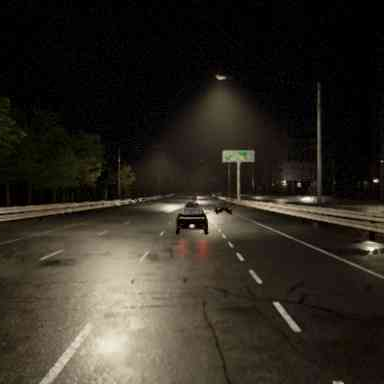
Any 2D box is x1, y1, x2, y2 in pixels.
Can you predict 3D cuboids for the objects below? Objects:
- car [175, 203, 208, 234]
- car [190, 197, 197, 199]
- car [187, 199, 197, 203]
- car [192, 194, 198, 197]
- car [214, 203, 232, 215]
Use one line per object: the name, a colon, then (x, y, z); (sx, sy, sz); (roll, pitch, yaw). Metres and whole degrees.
car: (-0.002, 1.681, 20.826); (2.128, 1.511, 4.902); (0, -1, 0)
car: (0.051, 2.077, 58.182); (1.895, 1.301, 4.718); (0, 0, 0)
car: (-0.008, 1.918, 40.484); (1.994, 1.385, 4.181); (0, 0, 0)
car: (0.379, 2.138, 94.173); (1.812, 1.442, 4.674); (0, 0, 1)
car: (3.593, 1.955, 39.442); (1.895, 1.301, 4.718); (0, 0, 0)
